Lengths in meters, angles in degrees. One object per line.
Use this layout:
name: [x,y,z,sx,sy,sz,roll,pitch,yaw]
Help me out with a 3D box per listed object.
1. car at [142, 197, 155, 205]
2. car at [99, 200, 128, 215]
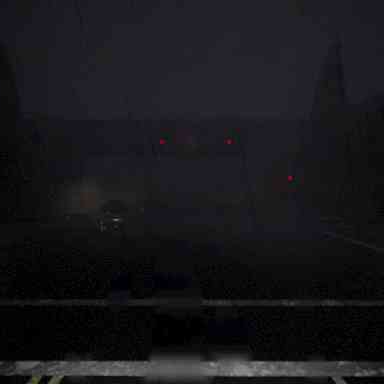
car: [-7.506,1.490,57.561,1.895,1.301,4.718,0,0,0]
car: [-7.671,1.508,33.066,2.033,1.411,5.357,0,0,0]
